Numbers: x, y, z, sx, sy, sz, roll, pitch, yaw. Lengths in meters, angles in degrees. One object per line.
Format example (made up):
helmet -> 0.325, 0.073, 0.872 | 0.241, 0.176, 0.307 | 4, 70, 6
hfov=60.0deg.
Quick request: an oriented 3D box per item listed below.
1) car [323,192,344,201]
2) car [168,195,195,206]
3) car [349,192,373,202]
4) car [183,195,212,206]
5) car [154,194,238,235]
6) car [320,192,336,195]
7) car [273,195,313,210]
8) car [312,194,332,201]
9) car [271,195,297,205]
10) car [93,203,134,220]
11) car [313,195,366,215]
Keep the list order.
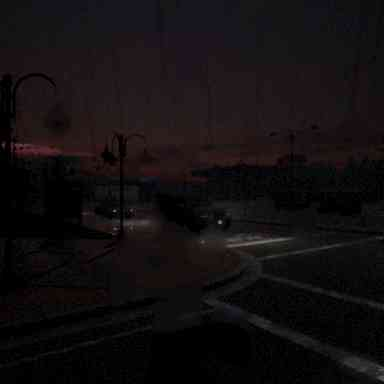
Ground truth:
car -> 31.794, 0.954, 74.959 | 1.905, 1.878, 3.866 | 0, 0, -36
car -> -1.649, 1.297, 51.726 | 2.007, 1.523, 4.514 | 0, 0, -36
car -> 33.687, 0.981, 66.645 | 1.932, 1.855, 4.605 | 0, 0, -36
car -> 0.874, 1.281, 53.590 | 2.152, 1.636, 5.027 | 0, 0, -36
car -> -0.163, 1.215, 19.450 | 2.150, 2.045, 5.566 | 0, 0, -36
car -> 23.134, 1.206, 59.991 | 2.007, 1.523, 4.514 | 0, 0, -36
car -> 11.594, 1.336, 38.309 | 1.970, 1.475, 3.806 | 0, 0, -36
car -> 28.733, 1.244, 73.527 | 1.970, 1.475, 3.806 | 0, 0, -36
car -> 14.974, 1.247, 54.222 | 1.845, 1.501, 3.633 | 0, 0, -36
car -> -6.802, 1.594, 28.567 | 1.895, 1.301, 4.718 | 0, 0, -36
car -> 13.478, 1.332, 30.537 | 1.845, 1.501, 3.633 | 0, 0, -36
